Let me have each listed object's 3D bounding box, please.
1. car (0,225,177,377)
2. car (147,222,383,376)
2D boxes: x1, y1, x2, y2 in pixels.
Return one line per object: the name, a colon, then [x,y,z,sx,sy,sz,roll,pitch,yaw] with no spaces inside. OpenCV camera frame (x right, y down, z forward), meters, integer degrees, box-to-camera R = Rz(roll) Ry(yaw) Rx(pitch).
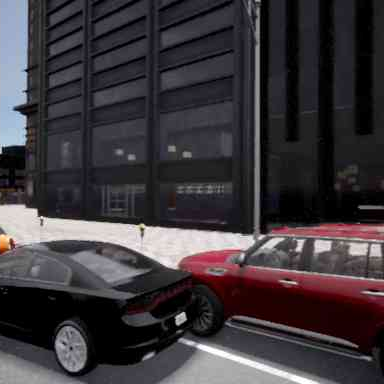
car: [-2.330,1.552,5.654,5.008,1.535,1.882,0,-1,28]
car: [1.933,1.404,5.124,5.009,1.841,2.192,0,-1,37]
